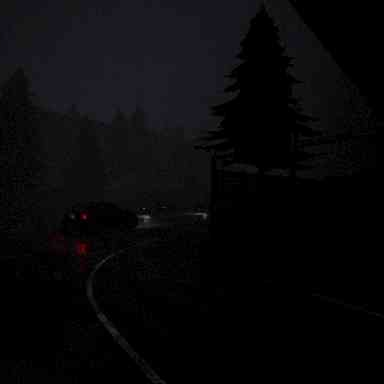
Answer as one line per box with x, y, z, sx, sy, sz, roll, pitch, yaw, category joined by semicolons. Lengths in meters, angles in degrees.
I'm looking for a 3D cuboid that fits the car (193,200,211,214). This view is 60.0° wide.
1.947;1.563;36.128;1.994;1.385;4.181;0;0;36;car

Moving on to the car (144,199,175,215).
-3.767;1.504;34.145;1.837;1.490;4.892;0;0;35;car

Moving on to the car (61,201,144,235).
-5.187;1.351;19.320;2.097;1.767;4.553;0;0;30;car
